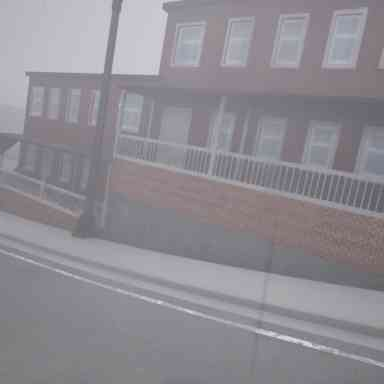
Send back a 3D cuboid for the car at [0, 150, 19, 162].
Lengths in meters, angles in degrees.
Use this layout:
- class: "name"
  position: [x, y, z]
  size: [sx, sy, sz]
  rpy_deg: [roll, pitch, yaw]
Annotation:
- class: "car"
  position: [-23.029, -4.549, 39.349]
  size: [1.812, 1.442, 4.674]
  rpy_deg: [15, 9, 35]
